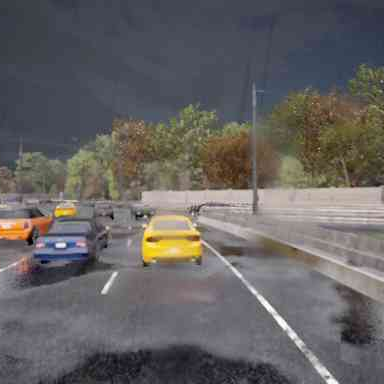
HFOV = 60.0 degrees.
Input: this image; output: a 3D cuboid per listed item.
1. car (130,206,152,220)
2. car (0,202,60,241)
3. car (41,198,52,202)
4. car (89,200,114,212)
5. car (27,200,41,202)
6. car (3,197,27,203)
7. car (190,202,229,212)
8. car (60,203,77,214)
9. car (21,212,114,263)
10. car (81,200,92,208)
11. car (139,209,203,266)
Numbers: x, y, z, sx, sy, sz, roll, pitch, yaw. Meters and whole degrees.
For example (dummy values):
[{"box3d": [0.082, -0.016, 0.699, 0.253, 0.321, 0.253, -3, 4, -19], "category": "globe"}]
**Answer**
[{"box3d": [-4.826, 1.952, 31.969, 1.895, 1.301, 4.718, 0, -1, -17], "category": "car"}, {"box3d": [-8.477, 1.565, 16.789, 2.097, 1.767, 4.553, 0, -1, -8], "category": "car"}, {"box3d": [-36.747, 2.383, 83.072, 4.892, 1.490, 1.837, -1, -1, 41], "category": "car"}, {"box3d": [-8.870, 1.876, 33.135, 2.128, 1.511, 4.902, 0, -1, -17], "category": "car"}, {"box3d": [-39.132, 2.463, 80.508, 4.718, 1.301, 1.895, -1, -1, 41], "category": "car"}, {"box3d": [-41.496, 2.077, 77.930, 5.566, 2.045, 2.150, -1, -1, 41], "category": "car"}, {"box3d": [1.817, 1.762, 33.983, 4.892, 1.490, 1.837, -1, -1, 42], "category": "car"}, {"box3d": [-12.947, 1.893, 34.278, 1.882, 1.535, 5.008, 0, -1, -19], "category": "car"}, {"box3d": [-4.307, 1.699, 12.621, 2.033, 1.411, 5.357, 0, -1, -7], "category": "car"}, {"box3d": [-19.659, 2.219, 63.370, 1.994, 1.385, 4.181, 0, -1, -32], "category": "car"}, {"box3d": [-0.802, 1.610, 12.204, 1.882, 1.535, 5.008, 0, -1, -6], "category": "car"}]
